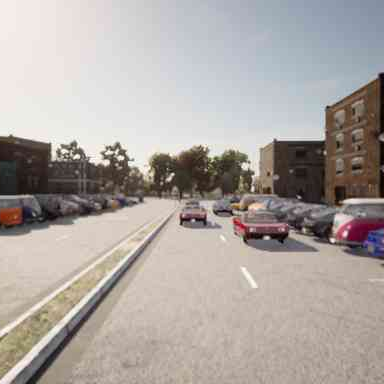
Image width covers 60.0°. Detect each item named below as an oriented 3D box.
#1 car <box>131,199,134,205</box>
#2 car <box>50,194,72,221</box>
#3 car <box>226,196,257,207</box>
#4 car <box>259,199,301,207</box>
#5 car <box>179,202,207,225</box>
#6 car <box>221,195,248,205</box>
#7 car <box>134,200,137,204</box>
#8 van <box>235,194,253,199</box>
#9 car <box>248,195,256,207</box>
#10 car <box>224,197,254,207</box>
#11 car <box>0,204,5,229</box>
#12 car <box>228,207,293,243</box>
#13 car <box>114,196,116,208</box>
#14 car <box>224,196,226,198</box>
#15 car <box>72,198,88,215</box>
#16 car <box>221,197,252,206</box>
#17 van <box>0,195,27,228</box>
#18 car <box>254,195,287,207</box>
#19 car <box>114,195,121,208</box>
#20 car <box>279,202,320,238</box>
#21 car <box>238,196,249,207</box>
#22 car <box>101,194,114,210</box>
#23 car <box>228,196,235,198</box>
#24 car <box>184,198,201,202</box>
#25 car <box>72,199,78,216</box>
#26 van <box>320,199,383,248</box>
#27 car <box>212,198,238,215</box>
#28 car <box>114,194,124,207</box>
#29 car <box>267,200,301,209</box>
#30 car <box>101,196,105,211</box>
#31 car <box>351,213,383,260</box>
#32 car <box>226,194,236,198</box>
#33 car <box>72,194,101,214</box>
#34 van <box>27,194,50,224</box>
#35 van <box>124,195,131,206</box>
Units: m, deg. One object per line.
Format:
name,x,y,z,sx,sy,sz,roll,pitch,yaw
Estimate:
car,-12.595,1.466,55.936,4.553,1.767,2.185,0,0,0
car,-12.590,1.232,25.359,5.566,2.045,2.435,0,0,0
car,7.565,1.449,51.271,4.553,1.767,2.185,0,0,0
car,7.613,1.487,23.694,4.892,1.521,2.231,0,0,0
car,0.079,1.608,24.255,1.895,1.301,4.718,0,0,0
car,7.558,1.456,59.547,4.553,1.767,2.185,0,0,0
car,-12.534,1.615,61.372,4.792,1.488,2.163,0,0,0
van,7.491,1.300,37.481,4.442,1.987,1.878,0,0,0
car,7.646,1.373,29.209,4.553,1.767,2.185,0,0,0
car,7.592,1.618,54.028,4.674,1.452,2.002,0,0,0
car,-12.559,1.505,16.897,4.674,1.452,2.002,0,0,0
car,3.079,1.596,15.947,1.895,1.301,4.718,0,0,0
car,-12.569,1.548,42.033,4.892,1.521,2.231,0,0,0
car,7.605,1.569,48.509,4.892,1.521,2.231,0,0,0
car,-12.559,1.541,30.852,4.674,1.452,2.002,0,0,0
car,7.597,1.582,56.784,5.008,1.535,2.097,0,0,0
van,-12.679,1.244,19.802,4.442,1.987,1.878,0,0,0
car,7.586,1.366,26.451,4.553,1.767,2.185,0,0,0
car,-12.557,1.559,44.688,5.008,1.535,2.097,0,0,0
car,7.618,1.479,18.180,4.892,1.521,2.231,0,0,0
car,7.616,1.516,34.723,5.008,1.535,2.097,0,0,0
car,-12.592,1.284,39.256,5.566,2.045,2.435,0,0,0
car,7.420,1.533,40.237,5.366,1.575,1.946,0,0,0
car,0.065,1.567,41.635,1.837,1.490,4.892,0,0,0
car,-12.559,1.531,28.138,4.674,1.452,2.002,0,0,0
van,7.511,1.247,12.543,4.442,1.987,1.878,0,0,0
car,3.071,1.581,34.055,2.033,1.411,5.357,0,0,0
car,-12.594,1.446,47.592,4.553,1.767,2.185,0,0,0
car,7.616,1.482,20.937,4.892,1.521,2.231,0,0,0
car,-12.748,1.520,36.475,5.366,1.575,1.946,0,0,0
car,7.628,1.512,9.910,4.674,1.452,2.002,0,0,0
car,7.632,1.296,42.996,5.566,2.045,2.435,0,0,0
car,-12.534,1.260,33.571,5.566,2.045,2.435,0,0,0
van,-12.445,1.250,22.579,4.442,1.987,1.878,0,0,0
van,-12.447,1.365,53.028,4.442,1.987,1.878,0,0,0
